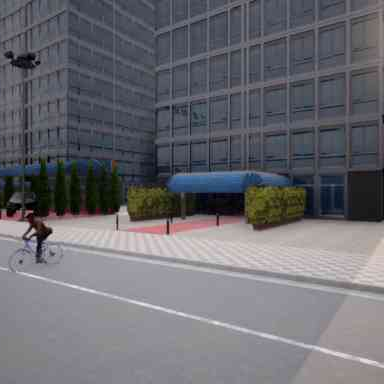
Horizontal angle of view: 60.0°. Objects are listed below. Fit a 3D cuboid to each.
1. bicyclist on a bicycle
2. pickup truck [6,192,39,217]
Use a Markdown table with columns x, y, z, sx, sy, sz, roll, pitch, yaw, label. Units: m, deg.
| x | y | z | sx | sy | sz | roll | pitch | yaw | label |
| --- | --- | --- | --- | --- | --- | --- | --- | --- | --- |
| -4.507 | 1.448 | 9.658 | 0.582 | 1.620 | 1.656 | 0 | 2 | 34 | bicyclist on a bicycle |
| -15.165 | 1.058 | 30.077 | 2.390 | 2.098 | 6.274 | 0 | 0 | -25 | pickup truck |
